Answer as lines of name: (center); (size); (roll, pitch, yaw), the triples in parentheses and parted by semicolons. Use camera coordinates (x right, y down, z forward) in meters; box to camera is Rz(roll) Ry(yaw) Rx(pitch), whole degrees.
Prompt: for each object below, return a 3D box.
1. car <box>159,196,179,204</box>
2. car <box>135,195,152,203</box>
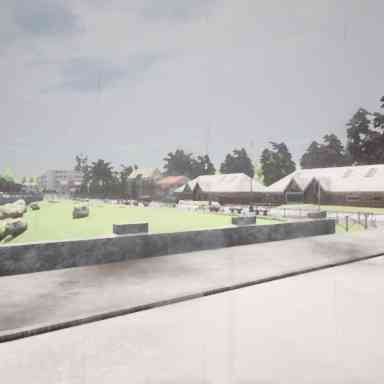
car: (-4.211, 1.489, 60.696); (2.128, 1.511, 4.902); (0, 0, -35)
car: (-10.097, 1.500, 68.969); (1.837, 1.490, 4.892); (0, 0, -35)
